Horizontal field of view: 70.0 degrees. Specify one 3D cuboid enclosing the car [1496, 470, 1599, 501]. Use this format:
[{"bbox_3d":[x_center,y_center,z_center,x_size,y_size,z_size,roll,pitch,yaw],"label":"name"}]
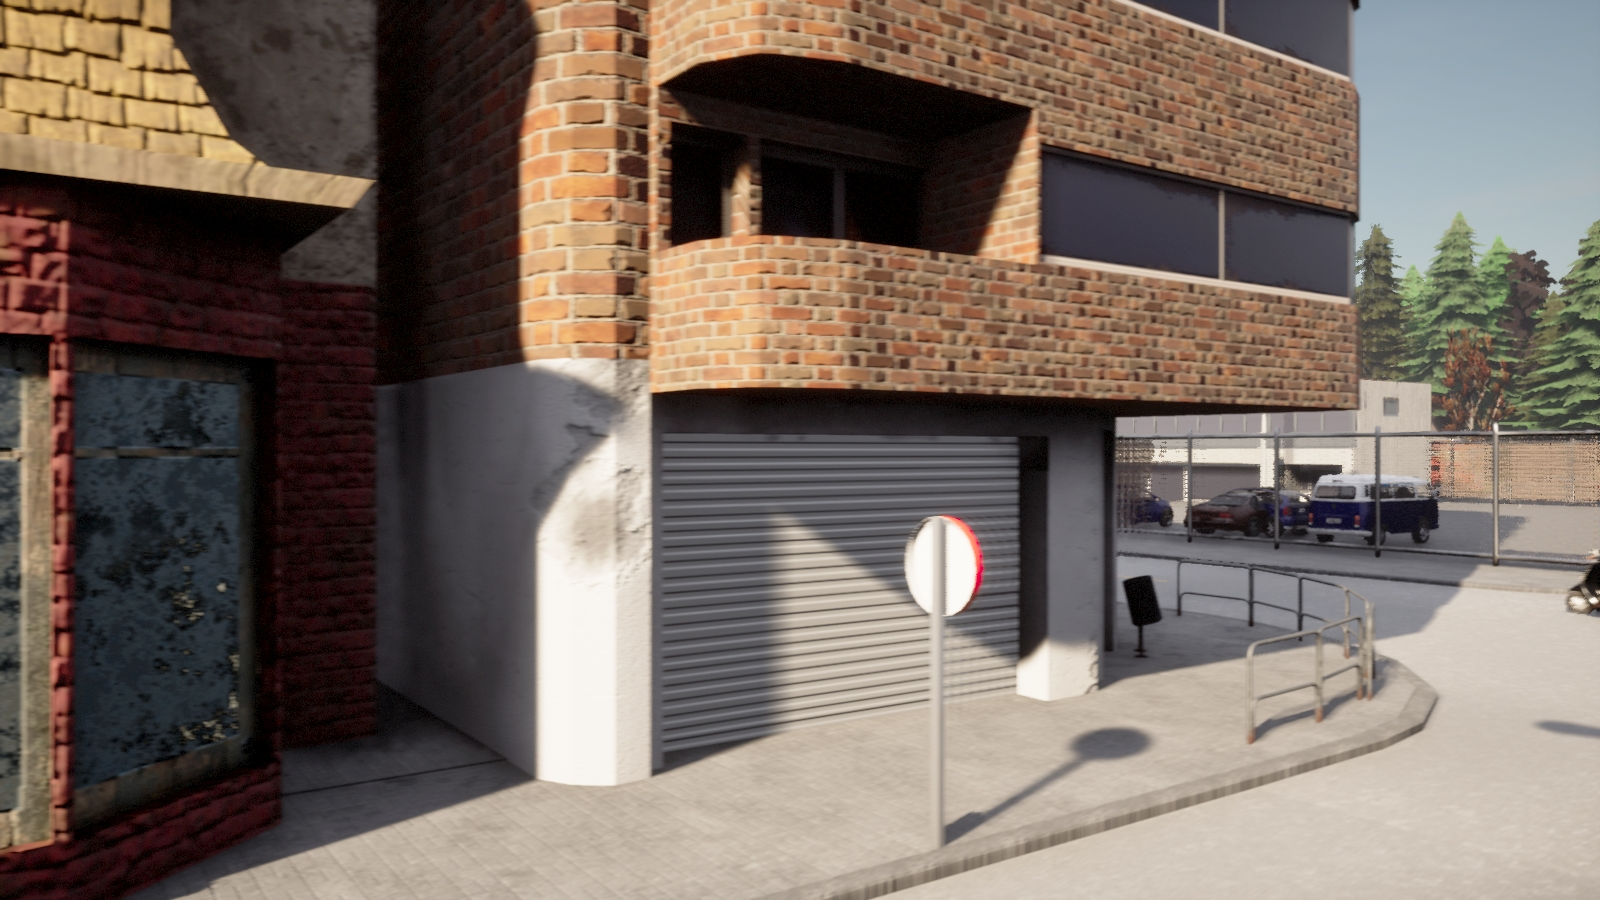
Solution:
[{"bbox_3d":[40.059,1.843,60.727,2.163,1.488,4.792,0,0,-35],"label":"car"}]
